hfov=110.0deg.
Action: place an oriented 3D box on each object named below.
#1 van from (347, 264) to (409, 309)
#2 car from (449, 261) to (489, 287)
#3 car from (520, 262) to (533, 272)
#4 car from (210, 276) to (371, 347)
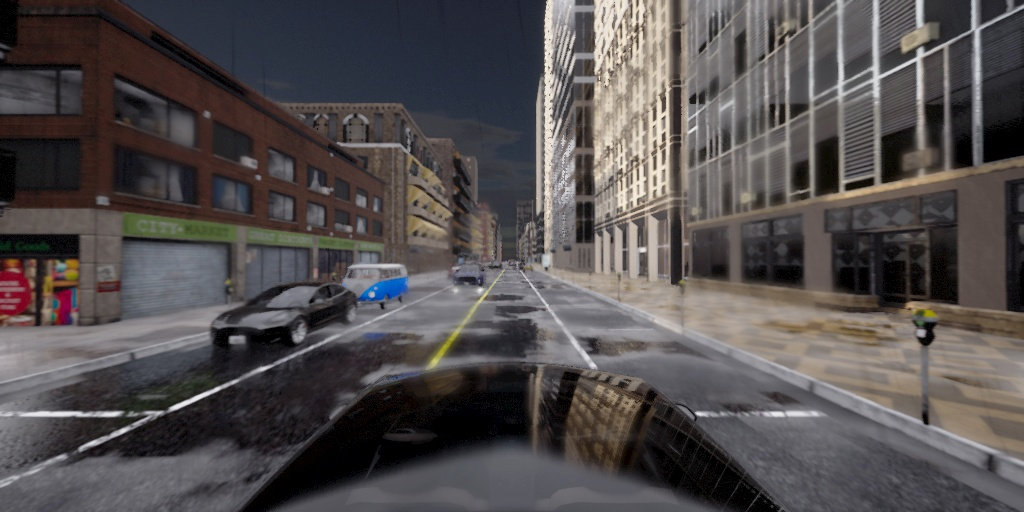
[{"bbox_3d":[-5.687,1.222,15.258,1.690,1.789,3.998,0,0,0],"label":"van"},{"bbox_3d":[-3.094,1.348,26.974,2.097,1.767,4.553,0,-1,0],"label":"car"},{"bbox_3d":[2.706,1.864,60.612,1.751,1.417,4.829,0,0,0],"label":"car"},{"bbox_3d":[-5.689,1.393,9.609,1.948,1.339,4.313,0,0,0],"label":"car"}]
